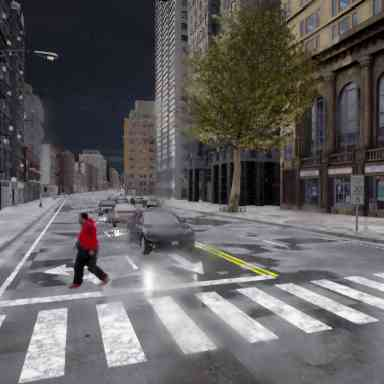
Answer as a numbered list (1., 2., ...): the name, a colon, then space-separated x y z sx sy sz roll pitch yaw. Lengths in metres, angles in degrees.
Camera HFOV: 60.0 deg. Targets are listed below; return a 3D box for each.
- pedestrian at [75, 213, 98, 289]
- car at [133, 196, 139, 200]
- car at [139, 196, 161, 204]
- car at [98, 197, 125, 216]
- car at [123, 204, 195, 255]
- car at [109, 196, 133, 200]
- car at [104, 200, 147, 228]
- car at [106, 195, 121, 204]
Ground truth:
1. pedestrian: -2.448 1.286 7.693 0.375 1.860 0.375 -1 1 -20
2. car: -8.857 1.333 53.767 2.128 1.511 4.902 0 0 -20
3. car: -5.415 1.455 44.369 1.994 1.385 4.181 0 0 -19
4. car: -8.180 1.486 32.433 2.033 1.411 5.357 0 0 -19
5. car: -1.418 1.461 13.613 1.882 1.535 5.008 0 0 -20
6. car: -10.497 1.356 49.020 2.128 1.511 4.902 0 0 -20
7. car: -4.597 1.494 22.452 1.812 1.442 4.674 0 0 -20
8. car: -13.868 1.361 58.379 2.033 1.411 5.357 0 0 -19
